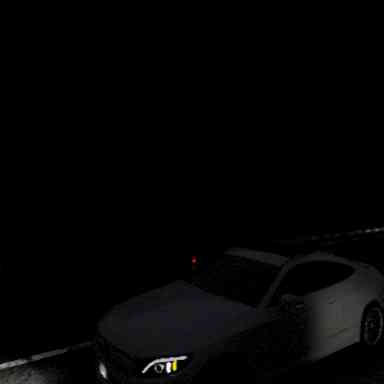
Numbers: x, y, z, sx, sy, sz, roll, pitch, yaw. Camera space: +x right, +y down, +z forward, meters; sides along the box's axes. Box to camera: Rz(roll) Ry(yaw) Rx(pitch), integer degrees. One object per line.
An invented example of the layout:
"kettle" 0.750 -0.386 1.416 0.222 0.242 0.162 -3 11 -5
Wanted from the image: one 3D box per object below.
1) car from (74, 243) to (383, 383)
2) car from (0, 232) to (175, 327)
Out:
"car" 1.009 1.527 4.701 4.674 1.442 1.812 0 0 -35
"car" -2.340 1.548 6.615 5.357 1.411 2.033 0 0 -36
